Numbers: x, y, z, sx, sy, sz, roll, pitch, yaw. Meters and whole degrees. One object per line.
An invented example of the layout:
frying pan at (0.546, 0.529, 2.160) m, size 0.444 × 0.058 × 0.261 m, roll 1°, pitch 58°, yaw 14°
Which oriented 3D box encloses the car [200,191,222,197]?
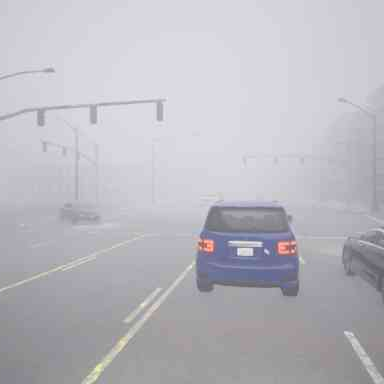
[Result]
car at (2.470, 1.076, 47.455) m, size 2.150 × 2.045 × 5.566 m, roll 0°, pitch 1°, yaw 11°

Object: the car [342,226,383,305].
car at (4.775, 1.491, 7.383) m, size 2.128 × 1.511 × 4.902 m, roll 0°, pitch 0°, yaw 11°

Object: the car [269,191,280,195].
car at (18.702, 0.876, 74.961) m, size 2.128 × 1.511 × 4.902 m, roll 0°, pitch 1°, yaw 11°

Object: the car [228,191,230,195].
car at (6.588, 0.737, 67.884) m, size 2.150 × 2.045 × 5.566 m, roll 0°, pitch 1°, yaw 12°

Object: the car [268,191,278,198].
car at (20.677, 0.547, 84.966) m, size 2.097 × 1.767 × 4.553 m, roll 0°, pitch 1°, yaw 11°

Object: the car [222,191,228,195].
car at (4.492, 0.922, 57.643) m, size 2.150 × 2.045 × 5.566 m, roll 0°, pitch 1°, yaw 11°

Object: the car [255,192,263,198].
car at (17.170, 0.749, 85.272) m, size 1.994 × 1.385 × 4.181 m, roll 0°, pitch 1°, yaw 11°

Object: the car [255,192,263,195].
car at (14.287, 0.944, 70.526) m, size 1.837 × 1.490 × 4.892 m, roll 0°, pitch 1°, yaw 11°

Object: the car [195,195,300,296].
car at (1.507, 1.221, 8.903) m, size 2.150 × 2.045 × 5.566 m, roll 0°, pitch 0°, yaw 11°

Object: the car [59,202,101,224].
car at (-8.367, 1.505, 24.697) m, size 1.837 × 1.490 × 4.892 m, roll 3°, pitch -2°, yaw -38°
